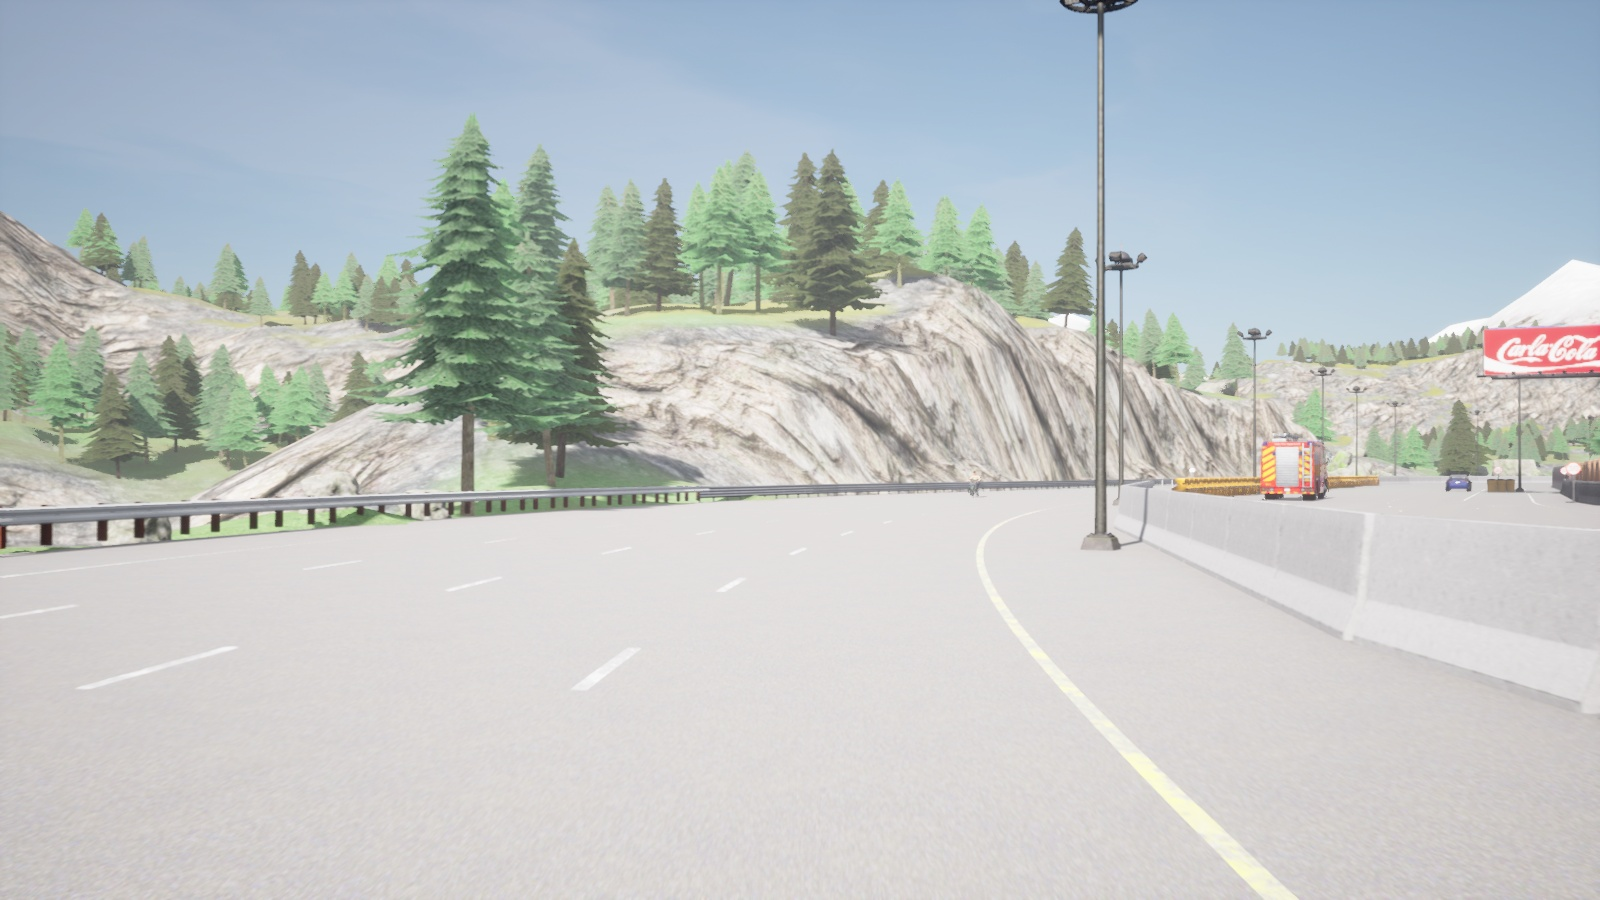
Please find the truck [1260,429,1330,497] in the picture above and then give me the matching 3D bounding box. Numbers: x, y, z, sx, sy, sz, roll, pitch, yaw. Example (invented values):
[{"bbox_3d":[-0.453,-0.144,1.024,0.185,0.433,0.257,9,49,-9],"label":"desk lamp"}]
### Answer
[{"bbox_3d":[29.597,0.787,74.879,2.891,3.827,8.468,-1,-1,28],"label":"truck"}]
